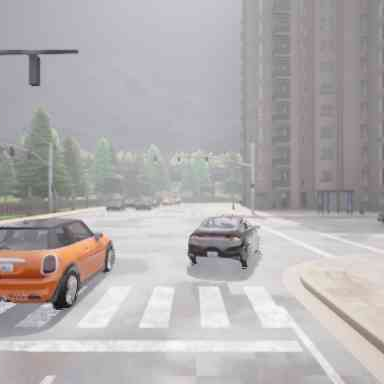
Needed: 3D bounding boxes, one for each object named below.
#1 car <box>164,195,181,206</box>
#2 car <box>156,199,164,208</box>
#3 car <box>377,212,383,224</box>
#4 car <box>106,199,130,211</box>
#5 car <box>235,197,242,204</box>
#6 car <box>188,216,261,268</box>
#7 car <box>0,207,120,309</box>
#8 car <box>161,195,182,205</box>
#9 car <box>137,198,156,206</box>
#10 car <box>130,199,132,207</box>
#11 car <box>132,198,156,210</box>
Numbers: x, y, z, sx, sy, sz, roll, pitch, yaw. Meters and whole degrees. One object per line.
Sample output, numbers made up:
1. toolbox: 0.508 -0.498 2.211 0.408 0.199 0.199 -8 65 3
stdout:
1. car: -4.426 2.015 68.286 1.882 1.535 5.008 0 0 21
2. car: -6.738 2.003 58.057 2.033 1.411 5.357 0 0 4
3. car: 16.371 1.760 24.690 4.892 1.490 1.837 0 0 -1
4. car: -10.477 1.910 46.307 2.033 1.411 5.357 0 0 0
5. car: 13.017 2.007 82.366 4.553 1.767 2.097 0 0 -24
6. car: 1.295 1.598 11.811 2.128 1.511 4.902 0 -1 17
7. car: -3.392 1.415 8.176 2.097 1.767 4.553 0 -1 0
8. car: -4.598 1.819 75.554 2.150 2.045 5.566 0 -1 30
9. car: -8.896 1.996 66.135 1.882 1.535 5.008 0 0 16
10. car: -10.313 1.916 55.976 1.882 1.535 5.008 0 0 2
11. car: -6.945 1.733 48.529 2.097 1.767 4.553 0 0 -1
